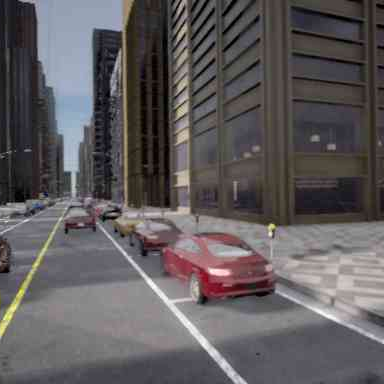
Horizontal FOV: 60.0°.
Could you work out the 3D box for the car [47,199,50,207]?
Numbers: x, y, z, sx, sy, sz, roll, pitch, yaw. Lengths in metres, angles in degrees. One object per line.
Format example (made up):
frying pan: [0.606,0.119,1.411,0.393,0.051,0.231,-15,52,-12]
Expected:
car: [-26.504,2.339,58.168,1.947,1.339,4.313,-1,0,-20]

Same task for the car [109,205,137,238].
car: [-3.427,1.695,18.881,1.752,1.417,4.829,-1,0,-20]

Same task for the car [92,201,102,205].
car: [-9.037,1.902,34.595,1.887,1.381,4.507,-1,0,-20]

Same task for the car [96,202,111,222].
car: [-7.147,1.859,29.303,1.947,1.339,4.313,-1,0,-20]

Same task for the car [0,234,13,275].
car: [-5.792,1.662,8.370,1.812,1.442,4.674,-1,0,-20]

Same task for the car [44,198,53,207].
car: [-30.282,2.483,68.749,1.802,1.307,4.206,-1,0,-20]

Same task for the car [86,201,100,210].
car: [-16.593,2.176,55.760,1.947,1.339,4.313,-1,0,-20]

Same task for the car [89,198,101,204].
car: [-10.927,1.860,39.887,1.967,1.590,4.097,-1,0,-20]

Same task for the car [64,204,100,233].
car: [-7.279,1.770,21.690,1.812,1.442,4.674,-1,0,-19]

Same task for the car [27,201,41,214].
car: [-20.837,2.148,42.295,1.947,1.339,4.313,-1,0,-20]

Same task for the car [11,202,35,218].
car: [-18.948,2.100,37.004,1.802,1.307,4.206,-1,0,-20]

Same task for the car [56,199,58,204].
car: [-35.950,2.641,84.622,1.887,1.381,4.507,-1,0,-20]

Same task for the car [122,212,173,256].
car: [-1.479,1.688,13.429,1.802,1.307,4.206,-1,0,-20]

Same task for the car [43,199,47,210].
car: [-24.616,2.253,52.877,1.887,1.381,4.507,-1,0,-20]

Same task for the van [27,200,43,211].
van: [-22.730,1.986,47.587,1.690,1.788,3.998,-1,0,-20]

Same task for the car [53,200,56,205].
car: [-32.175,2.281,74.042,2.192,1.841,5.009,-1,0,-20]

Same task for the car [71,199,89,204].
car: [-13.818,1.942,40.037,1.882,1.535,5.008,-1,-1,-20]

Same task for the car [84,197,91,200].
car: [-14.708,1.862,50.470,2.192,1.841,5.009,-1,0,-20]

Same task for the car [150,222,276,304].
car: [0.410,1.628,8.138,1.802,1.307,4.206,-1,0,-20]
